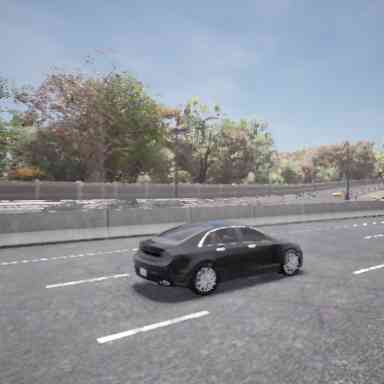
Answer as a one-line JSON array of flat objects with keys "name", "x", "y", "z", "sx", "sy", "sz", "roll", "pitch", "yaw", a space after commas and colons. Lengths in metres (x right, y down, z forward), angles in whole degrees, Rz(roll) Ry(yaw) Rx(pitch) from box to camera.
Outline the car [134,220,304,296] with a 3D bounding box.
[{"name": "car", "x": 0.909, "y": 1.509, "z": 8.696, "sx": 4.892, "sy": 1.490, "sz": 1.837, "roll": 0, "pitch": 0, "yaw": -36}]

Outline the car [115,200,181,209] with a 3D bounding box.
[{"name": "car", "x": -2.701, "y": 1.359, "z": 23.523, "sx": 4.553, "sy": 1.767, "sz": 2.097, "roll": 0, "pitch": 0, "yaw": -35}]

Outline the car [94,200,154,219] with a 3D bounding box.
[{"name": "car", "x": -6.049, "y": 1.516, "z": 29.728, "sx": 4.892, "sy": 1.490, "sz": 1.837, "roll": 1, "pitch": 0, "yaw": -35}]

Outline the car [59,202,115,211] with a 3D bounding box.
[{"name": "car", "x": -6.926, "y": 1.499, "z": 24.824, "sx": 4.902, "sy": 1.511, "sz": 2.128, "roll": 0, "pitch": 0, "yaw": -35}]

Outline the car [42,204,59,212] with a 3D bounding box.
[{"name": "car", "x": -11.364, "y": 1.570, "z": 30.259, "sx": 4.181, "sy": 1.385, "sz": 1.994, "roll": 0, "pitch": 0, "yaw": -35}]

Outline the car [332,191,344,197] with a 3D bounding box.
[{"name": "car", "x": 38.074, "y": 0.537, "z": 87.399, "sx": 1.882, "sy": 1.535, "sz": 5.008, "roll": 0, "pitch": 2, "yaw": 33}]
